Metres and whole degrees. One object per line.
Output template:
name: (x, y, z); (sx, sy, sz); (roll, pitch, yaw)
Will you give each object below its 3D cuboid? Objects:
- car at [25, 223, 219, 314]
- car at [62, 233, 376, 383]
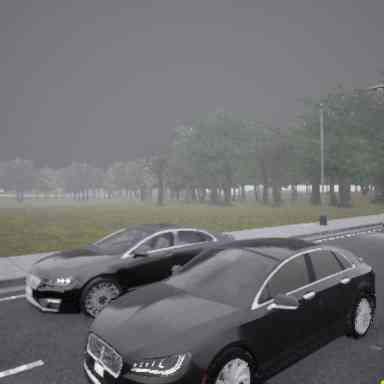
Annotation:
car: (-1.001, 1.488, 7.453); (4.902, 1.511, 2.128); (0, 0, -40)
car: (0.947, 1.498, 4.846); (4.892, 1.490, 1.837); (0, 0, -40)
